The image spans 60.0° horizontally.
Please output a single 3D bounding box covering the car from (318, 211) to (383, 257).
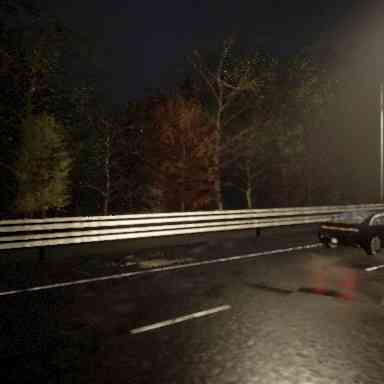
[{"bbox_3d":[6.978,1.487,12.999,4.902,1.511,2.128,0,0,-34],"label":"car"}]
